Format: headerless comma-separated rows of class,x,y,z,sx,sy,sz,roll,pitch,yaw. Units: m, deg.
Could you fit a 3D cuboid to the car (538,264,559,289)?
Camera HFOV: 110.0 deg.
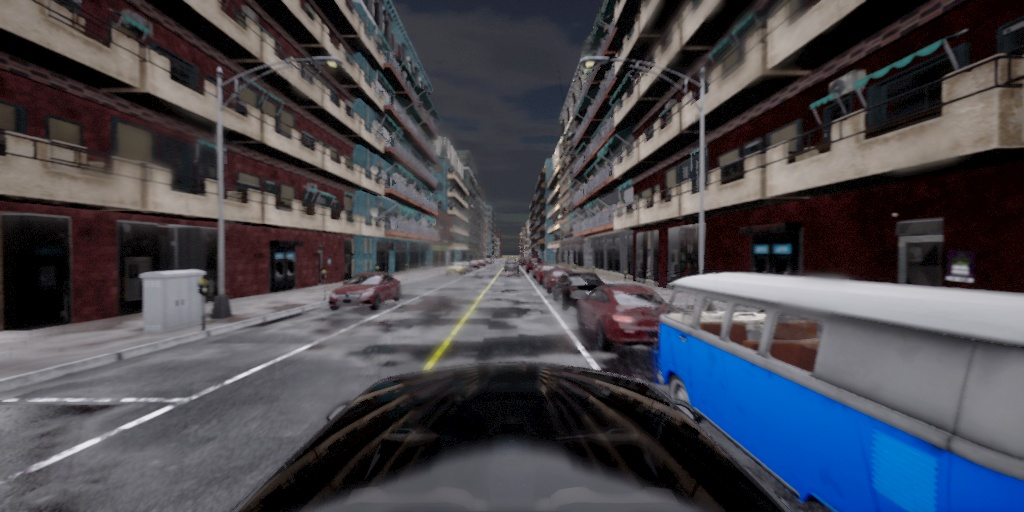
car,2.686,1.321,20.155,1.802,1.307,4.207,0,0,0

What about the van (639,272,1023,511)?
van,2.689,1.090,3.101,1.690,1.789,3.998,0,0,0

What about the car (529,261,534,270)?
car,2.684,1.318,31.524,1.802,1.307,4.207,0,0,0

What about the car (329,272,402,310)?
car,-5.693,1.323,14.471,1.802,1.307,4.207,0,0,0

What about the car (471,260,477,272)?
car,-5.700,1.286,42.895,2.007,1.370,4.403,0,0,0

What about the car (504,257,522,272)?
car,-0.008,1.228,45.363,2.128,1.511,4.902,0,0,0

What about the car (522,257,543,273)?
car,2.681,1.051,42.893,2.192,1.841,5.009,0,0,0

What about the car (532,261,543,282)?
car,2.685,1.282,25.839,1.888,1.381,4.507,0,0,0

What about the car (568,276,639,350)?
car,2.688,1.327,8.785,1.802,1.307,4.207,0,0,0

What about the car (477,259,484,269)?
car,-5.702,1.284,54.264,1.888,1.381,4.507,0,0,0

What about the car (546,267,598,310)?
car,2.687,1.307,14.470,1.948,1.339,4.313,0,0,0

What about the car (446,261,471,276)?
car,-5.698,1.261,37.040,1.751,1.417,4.829,0,0,0
